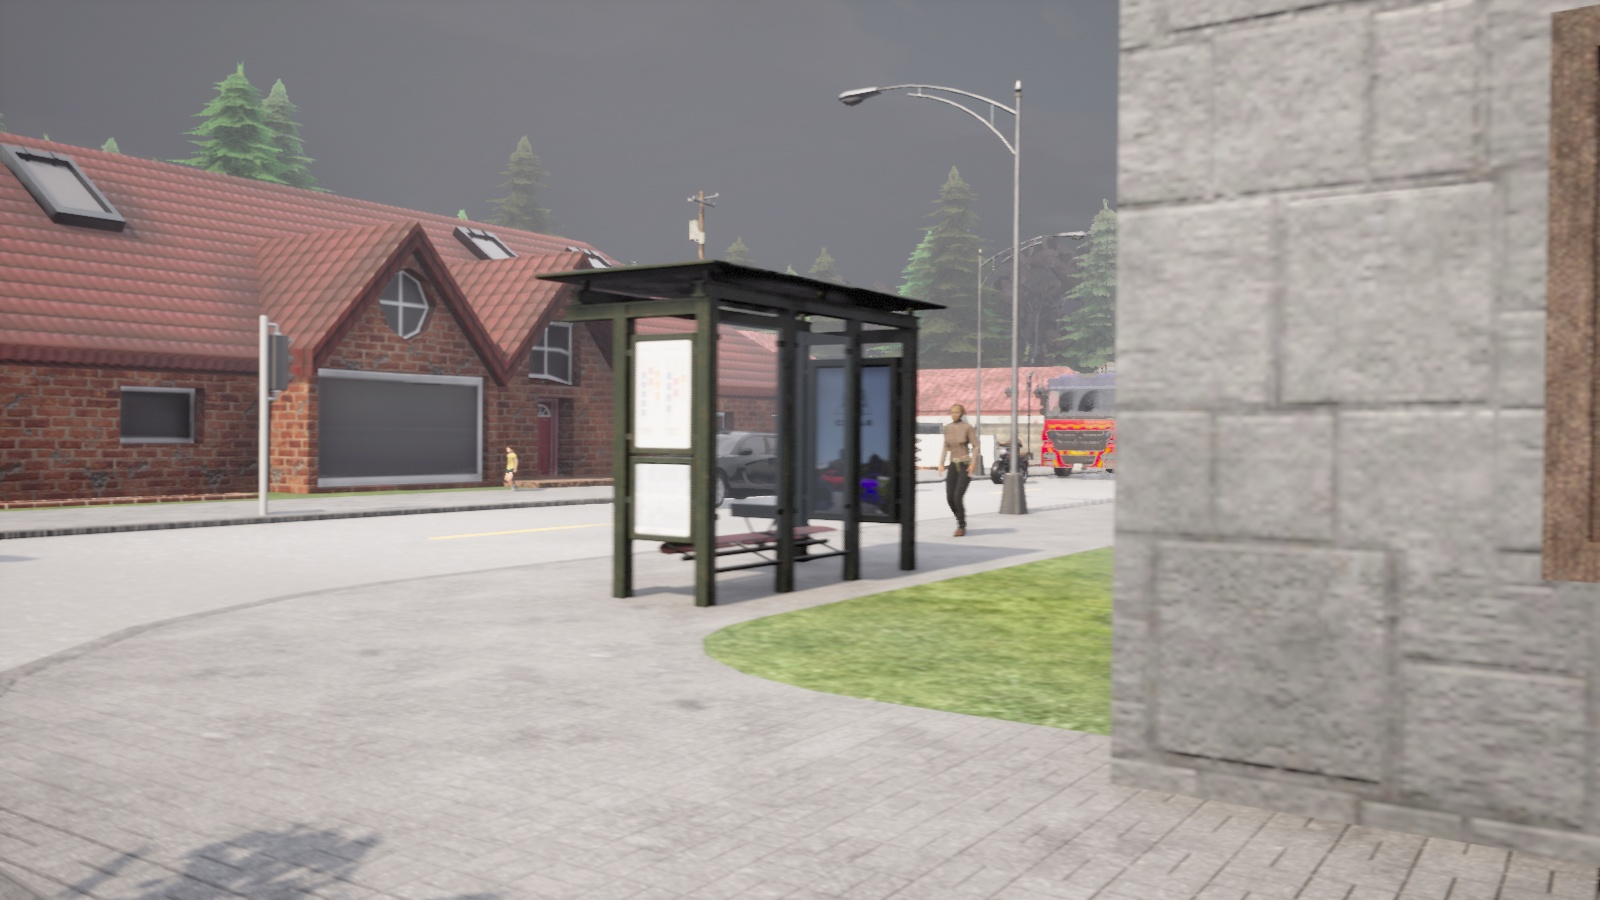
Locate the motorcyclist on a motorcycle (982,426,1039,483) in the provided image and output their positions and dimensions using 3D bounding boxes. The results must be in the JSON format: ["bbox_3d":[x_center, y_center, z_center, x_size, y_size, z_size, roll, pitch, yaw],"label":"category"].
[{"bbox_3d":[6.290,0.107,37.365,0.766,1.649,2.350,0,1,34],"label":"motorcyclist on a motorcycle"}]

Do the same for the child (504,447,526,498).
[{"bbox_3d":[-6.323,0.487,27.869,0.394,1.110,0.255,-1,1,-44],"label":"child"}]

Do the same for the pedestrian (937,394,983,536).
[{"bbox_3d":[2.135,0.190,16.722,0.331,1.846,0.634,0,1,36],"label":"pedestrian"}]

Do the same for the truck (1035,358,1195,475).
[{"bbox_3d":[11.527,-1.163,45.238,2.891,3.827,8.468,0,1,34],"label":"truck"}]
